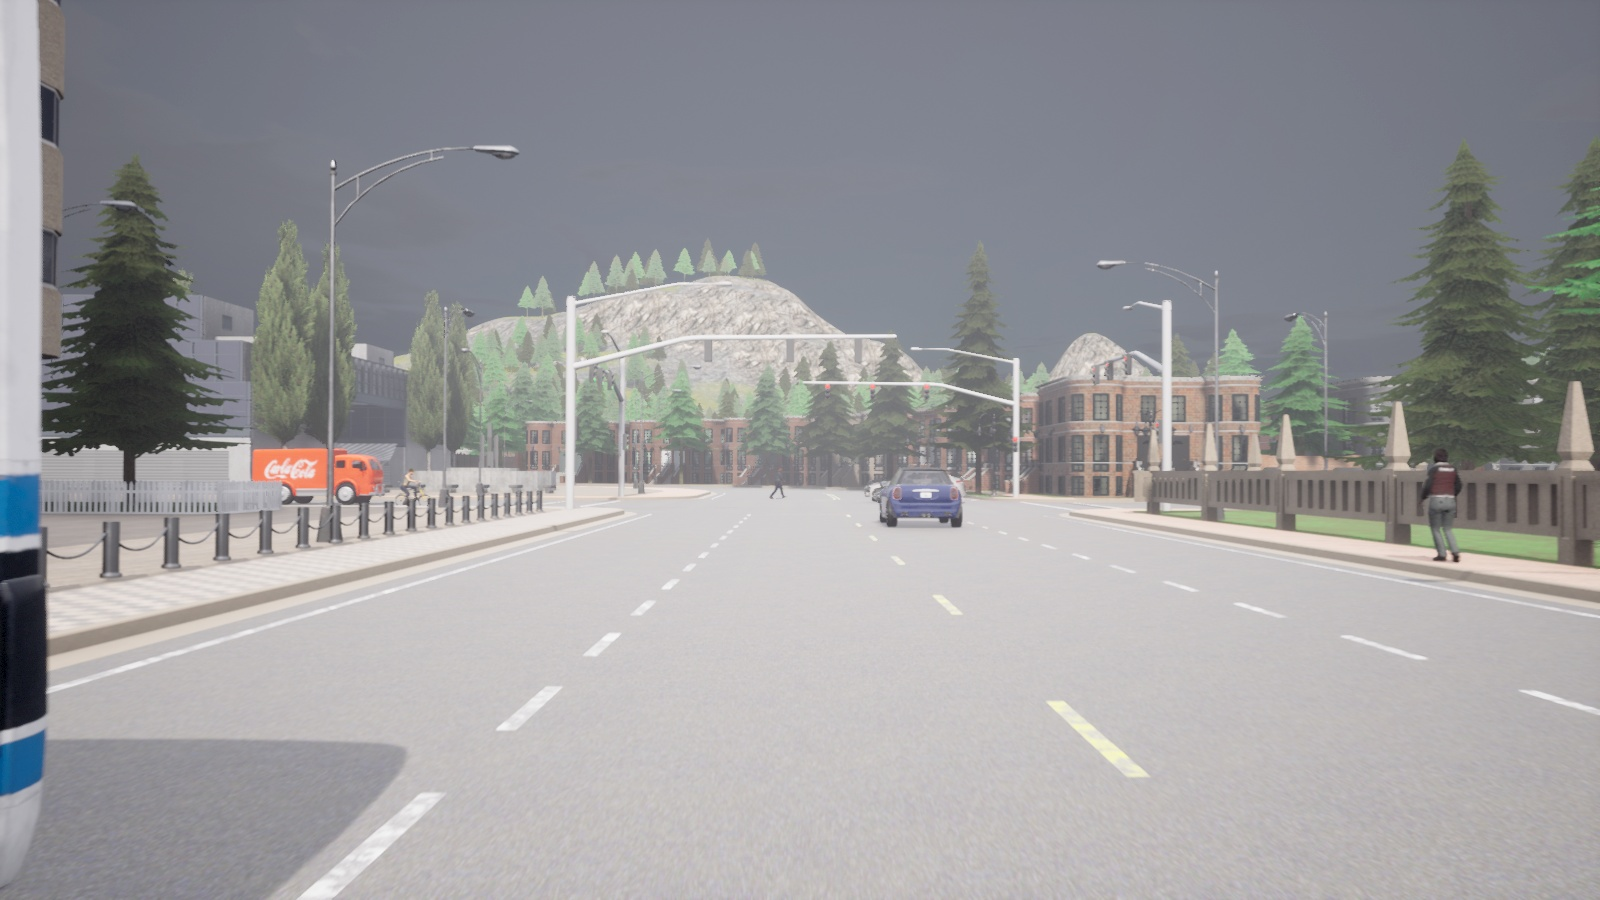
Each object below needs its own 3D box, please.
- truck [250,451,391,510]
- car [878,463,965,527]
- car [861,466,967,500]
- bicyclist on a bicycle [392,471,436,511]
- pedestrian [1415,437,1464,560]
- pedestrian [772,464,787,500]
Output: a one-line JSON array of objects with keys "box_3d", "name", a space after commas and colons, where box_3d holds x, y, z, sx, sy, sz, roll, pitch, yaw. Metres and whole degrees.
[{"box_3d": [-21.067, 1.347, 55.369, 5.204, 2.467, 2.627, -1, -1, 0], "name": "truck"}, {"box_3d": [3.464, 1.274, 36.749, 2.097, 1.767, 4.553, 0, -1, 0], "name": "car"}, {"box_3d": [5.623, 1.615, 62.412, 5.027, 1.651, 2.152, 0, -1, 0], "name": "car"}, {"box_3d": [-15.938, 1.684, 51.877, 1.509, 1.612, 0.866, 0, -1, 0], "name": "bicyclist on a bicycle"}, {"box_3d": [10.234, 0.769, 20.110, 0.402, 1.930, 0.666, 0, -1, -1], "name": "pedestrian"}, {"box_3d": [-1.115, 1.759, 68.788, 0.788, 1.949, 0.423, 0, -1, -7], "name": "pedestrian"}]
